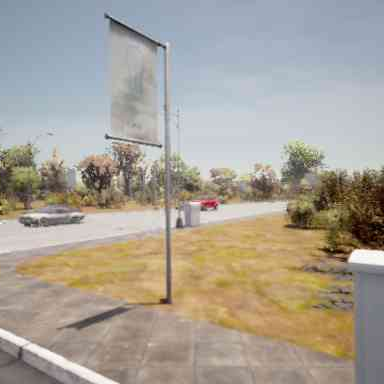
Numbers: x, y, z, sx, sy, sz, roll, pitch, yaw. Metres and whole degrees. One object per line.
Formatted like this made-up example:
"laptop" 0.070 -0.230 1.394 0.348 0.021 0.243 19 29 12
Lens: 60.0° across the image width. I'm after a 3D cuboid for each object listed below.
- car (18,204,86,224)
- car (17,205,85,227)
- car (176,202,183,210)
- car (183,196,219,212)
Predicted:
"car" -12.221 1.867 29.389 2.033 1.411 5.357 -1 0 32
"car" -10.621 1.877 25.365 1.895 1.301 4.718 -1 0 32
"car" -0.572 1.899 47.765 1.994 1.385 4.181 -1 0 33
"car" 1.575 1.513 44.637 2.150 2.045 5.566 -1 0 33
